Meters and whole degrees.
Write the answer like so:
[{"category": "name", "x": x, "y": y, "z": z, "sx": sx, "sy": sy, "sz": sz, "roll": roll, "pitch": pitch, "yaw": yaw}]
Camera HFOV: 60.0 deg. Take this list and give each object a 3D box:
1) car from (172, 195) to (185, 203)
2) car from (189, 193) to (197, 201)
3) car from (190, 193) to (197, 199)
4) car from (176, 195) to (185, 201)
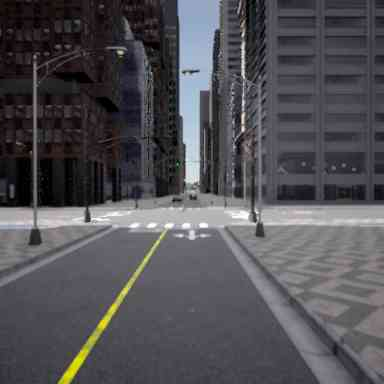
[{"category": "car", "x": -2.832, "y": 1.460, "z": 63.775, "sx": 1.895, "sy": 1.301, "sz": 4.718, "roll": 0, "pitch": 0, "yaw": 1}, {"category": "car", "x": 0.264, "y": 1.303, "z": 79.661, "sx": 1.882, "sy": 1.535, "sz": 5.008, "roll": 0, "pitch": 0, "yaw": 0}, {"category": "car", "x": 0.317, "y": 1.152, "z": 90.087, "sx": 1.837, "sy": 1.490, "sz": 4.892, "roll": 0, "pitch": 0, "yaw": 0}, {"category": "car", "x": -2.738, "y": 1.386, "z": 79.285, "sx": 1.994, "sy": 1.385, "sz": 4.181, "roll": 0, "pitch": 0, "yaw": 0}]
